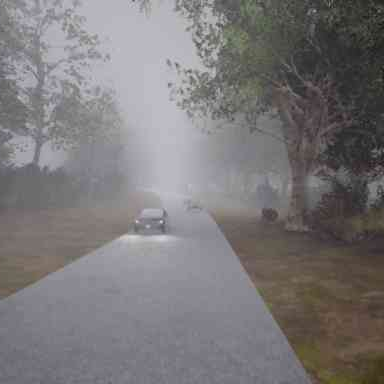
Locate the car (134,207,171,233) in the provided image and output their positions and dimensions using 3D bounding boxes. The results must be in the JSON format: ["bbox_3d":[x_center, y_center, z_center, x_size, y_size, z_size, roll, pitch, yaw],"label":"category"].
[{"bbox_3d":[-2.379,1.660,20.782,1.812,1.442,4.674,0,0,1],"label":"car"}]

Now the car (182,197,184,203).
[{"bbox_3d":[-0.522,1.222,52.181,1.895,1.301,4.718,-1,2,-6],"label":"car"}]

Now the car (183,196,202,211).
[{"bbox_3d":[0.283,1.524,41.109,2.033,1.411,5.357,0,1,-2],"label":"car"}]
